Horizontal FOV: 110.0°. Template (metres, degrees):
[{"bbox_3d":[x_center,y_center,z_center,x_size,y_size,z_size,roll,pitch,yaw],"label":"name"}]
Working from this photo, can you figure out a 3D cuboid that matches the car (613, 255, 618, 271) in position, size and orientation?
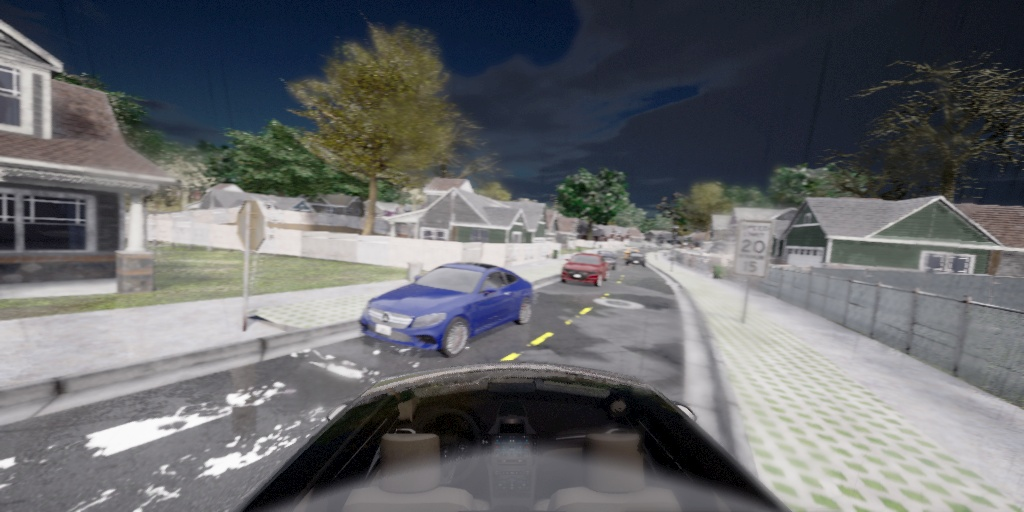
[{"bbox_3d":[7.753,0.307,30.003,2.128,1.511,4.902,6,3,17],"label":"car"}]

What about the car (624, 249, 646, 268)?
[{"bbox_3d":[12.850,0.323,37.348,1.812,1.442,4.674,6,4,16],"label":"car"}]

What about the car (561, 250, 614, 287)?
[{"bbox_3d":[3.976,0.609,19.078,1.882,1.535,5.008,6,3,21],"label":"car"}]

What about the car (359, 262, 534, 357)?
[{"bbox_3d":[-1.007,0.882,7.793,1.812,1.442,4.674,6,4,26],"label":"car"}]
